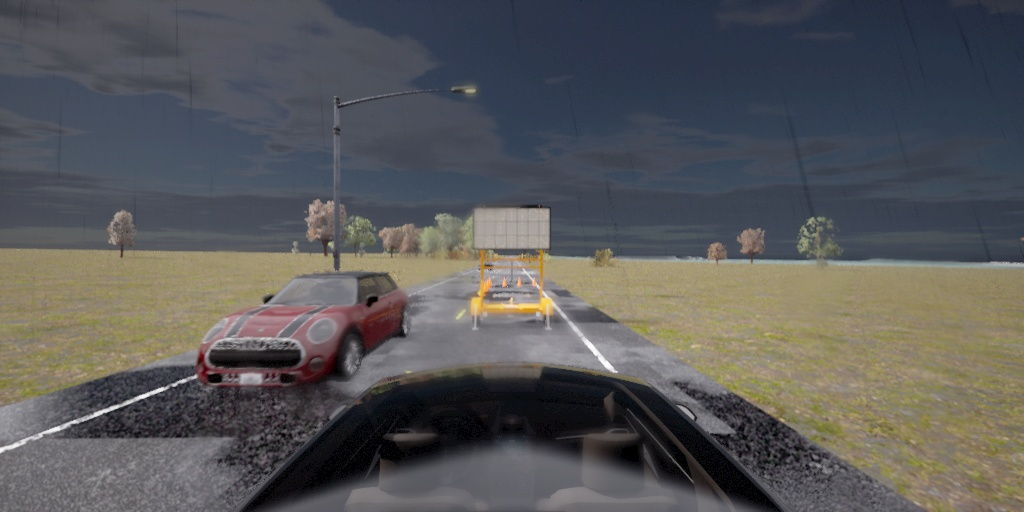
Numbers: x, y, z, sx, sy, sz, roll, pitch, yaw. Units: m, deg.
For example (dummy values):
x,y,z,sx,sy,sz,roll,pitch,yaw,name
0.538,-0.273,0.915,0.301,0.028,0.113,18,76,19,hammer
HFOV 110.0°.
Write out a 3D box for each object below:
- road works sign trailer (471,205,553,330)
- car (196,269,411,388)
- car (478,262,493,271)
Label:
x,y,z,sx,sy,sz,roll,pitch,yaw,name
-0.004,0.226,11.153,2.380,3.560,2.880,0,0,0,road works sign trailer
-3.602,1.109,7.192,2.097,1.767,4.553,0,0,0,car
-3.611,1.411,49.528,1.895,1.301,4.718,0,0,0,car
